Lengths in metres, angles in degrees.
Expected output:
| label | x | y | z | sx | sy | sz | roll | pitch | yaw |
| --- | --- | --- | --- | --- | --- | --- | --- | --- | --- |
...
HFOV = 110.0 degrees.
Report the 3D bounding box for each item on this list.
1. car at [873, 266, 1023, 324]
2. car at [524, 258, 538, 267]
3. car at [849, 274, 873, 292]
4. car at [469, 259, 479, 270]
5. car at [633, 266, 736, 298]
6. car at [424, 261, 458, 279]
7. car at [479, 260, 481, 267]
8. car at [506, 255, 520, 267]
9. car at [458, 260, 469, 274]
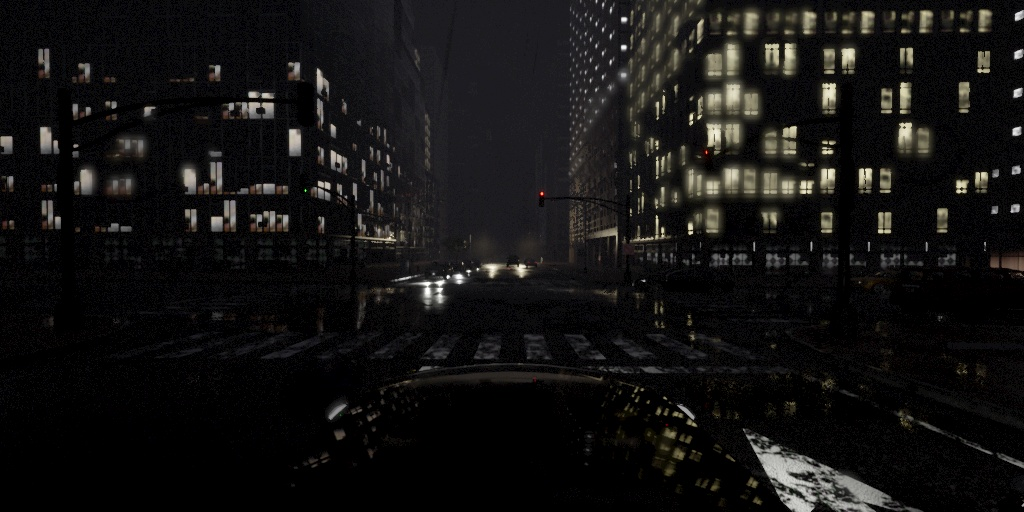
| label | x | y | z | sx | sy | sz | roll | pitch | yaw |
| --- | --- | --- | --- | --- | --- | --- | --- | --- | --- |
| car | 16.219 | 1.281 | 12.419 | 5.009 | 1.841 | 2.192 | 0 | 0 | 1 |
| car | 3.417 | 1.229 | 63.238 | 1.812 | 1.442 | 4.674 | 0 | 0 | 0 |
| car | 21.852 | 1.409 | 20.689 | 4.829 | 1.417 | 1.751 | 0 | 0 | 1 |
| car | -6.461 | 1.264 | 51.385 | 2.033 | 1.411 | 5.357 | 0 | 0 | 0 |
| car | 8.976 | 1.294 | 18.893 | 4.902 | 1.511 | 2.128 | 1 | 1 | 11 |
| car | -6.522 | 1.225 | 32.333 | 2.128 | 1.511 | 4.902 | 0 | 0 | 0 |
| car | -6.398 | 1.182 | 61.726 | 1.882 | 1.535 | 5.008 | 0 | 0 | 1 |
| car | 0.165 | 0.925 | 62.860 | 2.150 | 2.045 | 5.566 | 0 | 0 | 0 |
| car | -6.496 | 1.327 | 41.615 | 1.895 | 1.301 | 4.718 | 0 | 0 | 0 |
